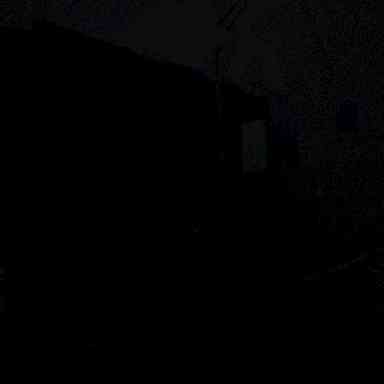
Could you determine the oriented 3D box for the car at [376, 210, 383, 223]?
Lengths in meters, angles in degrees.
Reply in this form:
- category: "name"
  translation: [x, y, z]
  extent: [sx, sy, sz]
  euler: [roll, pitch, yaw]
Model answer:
- category: "car"
  translation: [18.869, 2.340, 31.473]
  extent: [1.895, 1.301, 4.718]
  euler: [-3, -3, 19]
